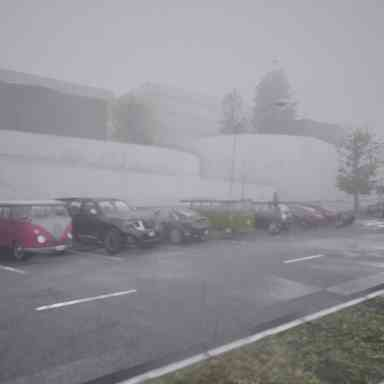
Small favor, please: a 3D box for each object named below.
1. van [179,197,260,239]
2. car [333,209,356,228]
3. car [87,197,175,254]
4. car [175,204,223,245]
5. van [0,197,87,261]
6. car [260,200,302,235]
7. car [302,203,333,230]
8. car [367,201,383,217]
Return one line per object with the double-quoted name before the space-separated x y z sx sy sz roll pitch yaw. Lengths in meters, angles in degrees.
"van" 0.983 1.270 17.421 4.442 1.987 1.878 -1 -1 35
"car" 8.416 1.522 22.544 4.792 1.488 2.163 -1 -1 35
"car" -3.754 1.243 13.887 5.566 2.045 2.435 -1 -1 35
"car" -1.344 1.495 15.621 4.892 1.521 2.231 -1 -1 35
"van" -6.111 1.268 12.107 4.442 1.987 1.878 -1 -1 35
"car" 3.536 1.368 19.068 4.553 1.767 2.185 -1 -1 35
"car" 5.944 1.533 20.810 4.674 1.452 2.002 -1 -1 35
"car" 18.197 1.520 29.506 4.792 1.488 2.163 -1 -1 35
